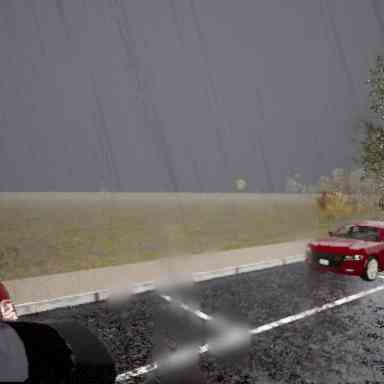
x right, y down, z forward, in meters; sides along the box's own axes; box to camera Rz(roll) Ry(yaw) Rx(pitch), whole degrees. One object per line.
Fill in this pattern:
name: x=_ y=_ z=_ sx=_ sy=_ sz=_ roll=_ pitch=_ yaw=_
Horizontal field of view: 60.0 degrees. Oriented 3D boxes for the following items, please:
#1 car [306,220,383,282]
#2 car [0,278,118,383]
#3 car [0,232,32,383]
car: x=5.214 y=1.545 z=9.814 sx=4.507 sy=1.381 sz=1.887 roll=0 pitch=1 yaw=-36
car: x=-2.627 y=1.491 z=1.197 sx=4.902 sy=1.511 sz=2.128 roll=0 pitch=0 yaw=-36
car: x=-3.988 y=1.440 z=3.242 sx=4.097 sy=1.590 sz=1.967 roll=0 pitch=1 yaw=-36
